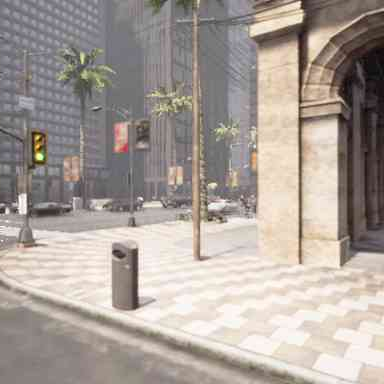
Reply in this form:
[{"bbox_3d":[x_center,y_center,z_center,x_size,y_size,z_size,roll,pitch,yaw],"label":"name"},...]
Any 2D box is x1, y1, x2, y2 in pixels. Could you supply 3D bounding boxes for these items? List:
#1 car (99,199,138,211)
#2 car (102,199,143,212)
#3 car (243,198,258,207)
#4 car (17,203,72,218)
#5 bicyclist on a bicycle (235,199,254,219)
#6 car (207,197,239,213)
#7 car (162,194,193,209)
[{"bbox_3d":[-9.576,1.657,43.774,2.161,1.482,4.786,0,0,35],"label":"car"},{"bbox_3d":[-8.125,1.635,40.491,1.837,1.490,4.892,0,0,36],"label":"car"},{"bbox_3d":[9.600,1.625,52.852,1.812,1.442,4.674,0,0,35],"label":"car"},{"bbox_3d":[-14.179,1.731,32.055,1.895,1.301,4.718,0,0,36],"label":"car"},{"bbox_3d":[4.226,1.353,26.862,1.656,1.620,0.582,-1,0,36],"label":"bicyclist on a bicycle"},{"bbox_3d":[3.718,1.609,38.643,1.812,1.442,4.674,0,0,36],"label":"car"},{"bbox_3d":[-2.062,1.351,48.925,2.150,2.045,5.566,0,0,35],"label":"car"}]
